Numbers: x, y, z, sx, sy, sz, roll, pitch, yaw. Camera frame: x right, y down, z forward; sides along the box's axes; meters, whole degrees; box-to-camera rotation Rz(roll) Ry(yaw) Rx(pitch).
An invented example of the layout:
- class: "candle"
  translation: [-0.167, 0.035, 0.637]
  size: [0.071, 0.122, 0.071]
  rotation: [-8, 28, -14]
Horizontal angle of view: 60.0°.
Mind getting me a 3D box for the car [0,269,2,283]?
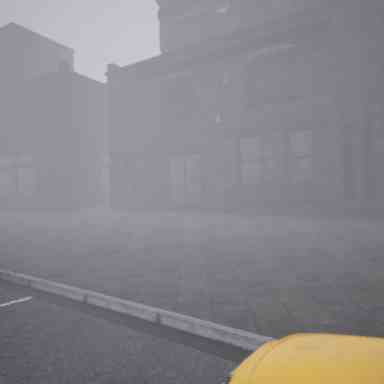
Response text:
- class: "car"
  translation: [-6.547, 1.488, 7.778]
  size: [5.366, 1.575, 1.946]
  rotation: [0, 0, 34]
